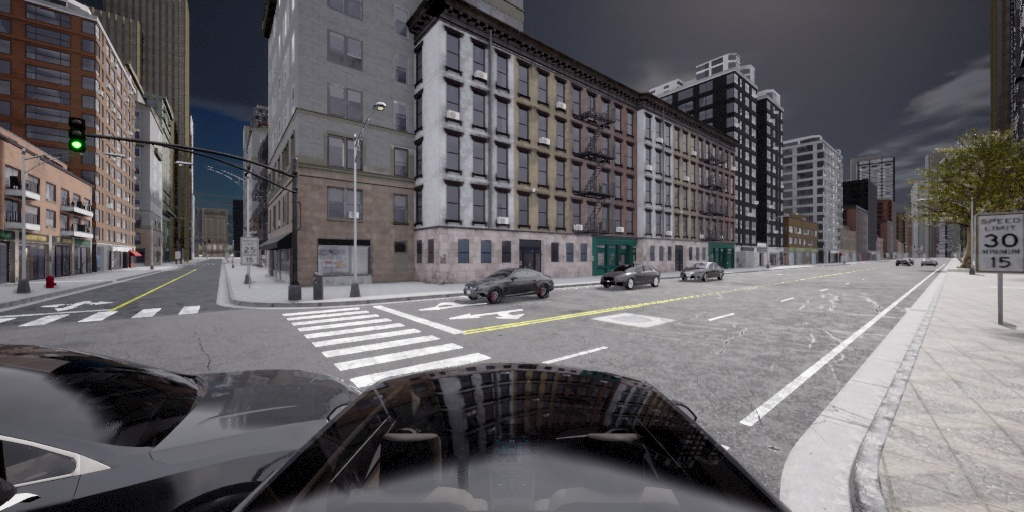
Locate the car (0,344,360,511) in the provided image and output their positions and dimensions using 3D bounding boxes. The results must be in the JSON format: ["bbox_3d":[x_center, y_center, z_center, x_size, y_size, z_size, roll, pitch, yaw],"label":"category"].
[{"bbox_3d":[-3.222,1.257,1.776,4.892,1.490,1.837,0,0,-35],"label":"car"}]

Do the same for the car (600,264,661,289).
[{"bbox_3d":[7.652,1.258,22.972,4.892,1.490,1.837,0,0,-39],"label":"car"}]

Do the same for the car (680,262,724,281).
[{"bbox_3d":[15.662,1.236,29.443,4.902,1.511,2.128,0,0,-39],"label":"car"}]

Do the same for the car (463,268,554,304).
[{"bbox_3d":[-0.039,1.287,16.748,4.674,1.442,1.812,0,0,-39],"label":"car"}]
